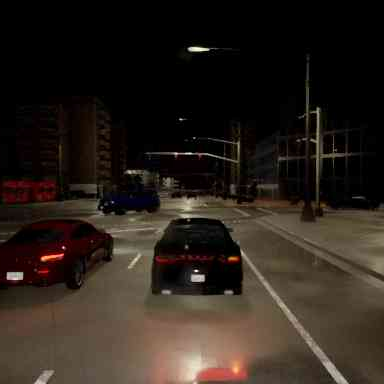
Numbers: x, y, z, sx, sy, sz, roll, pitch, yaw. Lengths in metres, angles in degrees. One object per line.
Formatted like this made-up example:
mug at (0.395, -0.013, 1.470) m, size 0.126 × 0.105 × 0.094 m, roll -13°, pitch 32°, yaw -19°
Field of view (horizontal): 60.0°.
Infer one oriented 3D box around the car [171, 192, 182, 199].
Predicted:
car at (-3.588, 0.804, 75.681) m, size 1.812 × 1.442 × 4.674 m, roll 0°, pitch 0°, yaw 0°

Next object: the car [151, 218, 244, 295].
car at (0.097, 1.390, 8.545) m, size 1.882 × 1.535 × 5.008 m, roll 0°, pitch 1°, yaw 0°

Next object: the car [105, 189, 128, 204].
car at (-10.625, 0.617, 47.258) m, size 2.150 × 2.045 × 5.566 m, roll 0°, pitch 0°, yaw 0°

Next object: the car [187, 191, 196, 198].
car at (-0.102, 0.602, 86.905) m, size 2.097 × 1.767 × 4.553 m, roll 0°, pitch 0°, yaw 0°

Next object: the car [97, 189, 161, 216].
car at (-5.137, 0.848, 27.858) m, size 2.150 × 2.045 × 5.566 m, roll 0°, pitch 0°, yaw 43°

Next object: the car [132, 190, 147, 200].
car at (-10.588, 0.530, 67.543) m, size 2.150 × 2.045 × 5.566 m, roll 0°, pitch 0°, yaw 0°

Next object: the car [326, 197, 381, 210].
car at (15.894, 1.125, 33.009) m, size 4.718 × 1.301 × 1.895 m, roll 0°, pitch 1°, yaw 1°

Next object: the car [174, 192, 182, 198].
car at (-3.600, 0.681, 85.683) m, size 1.837 × 1.490 × 4.892 m, roll 0°, pitch 0°, yaw 0°

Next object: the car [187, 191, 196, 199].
car at (-0.053, 0.766, 73.347) m, size 1.882 × 1.535 × 5.008 m, roll 0°, pitch 0°, yaw 0°

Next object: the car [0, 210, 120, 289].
car at (-3.412, 1.433, 8.744) m, size 1.812 × 1.442 × 4.674 m, roll 0°, pitch 1°, yaw 0°

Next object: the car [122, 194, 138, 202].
car at (-10.616, 0.941, 57.333) m, size 1.895 × 1.301 × 4.718 m, roll 0°, pitch 0°, yaw 0°
